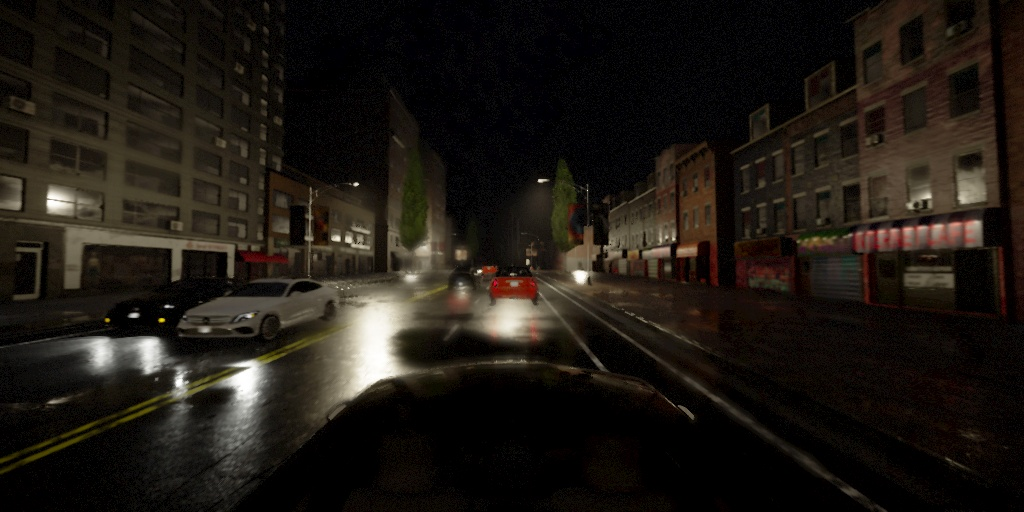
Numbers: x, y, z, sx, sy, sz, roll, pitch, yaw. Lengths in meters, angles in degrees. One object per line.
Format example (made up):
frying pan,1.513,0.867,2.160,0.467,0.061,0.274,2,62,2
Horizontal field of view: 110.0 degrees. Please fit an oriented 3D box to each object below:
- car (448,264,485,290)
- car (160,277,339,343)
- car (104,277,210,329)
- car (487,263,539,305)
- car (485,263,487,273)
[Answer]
car,-3.151,1.488,24.464,1.837,1.490,4.892,0,-1,0
car,-6.599,1.330,10.035,1.812,1.442,4.674,0,0,0
car,-9.849,1.380,11.332,1.994,1.385,4.181,0,-1,0
car,0.099,1.229,17.114,2.097,1.767,4.553,0,-1,0
car,-3.155,1.799,51.227,2.097,1.767,4.553,0,-1,0
